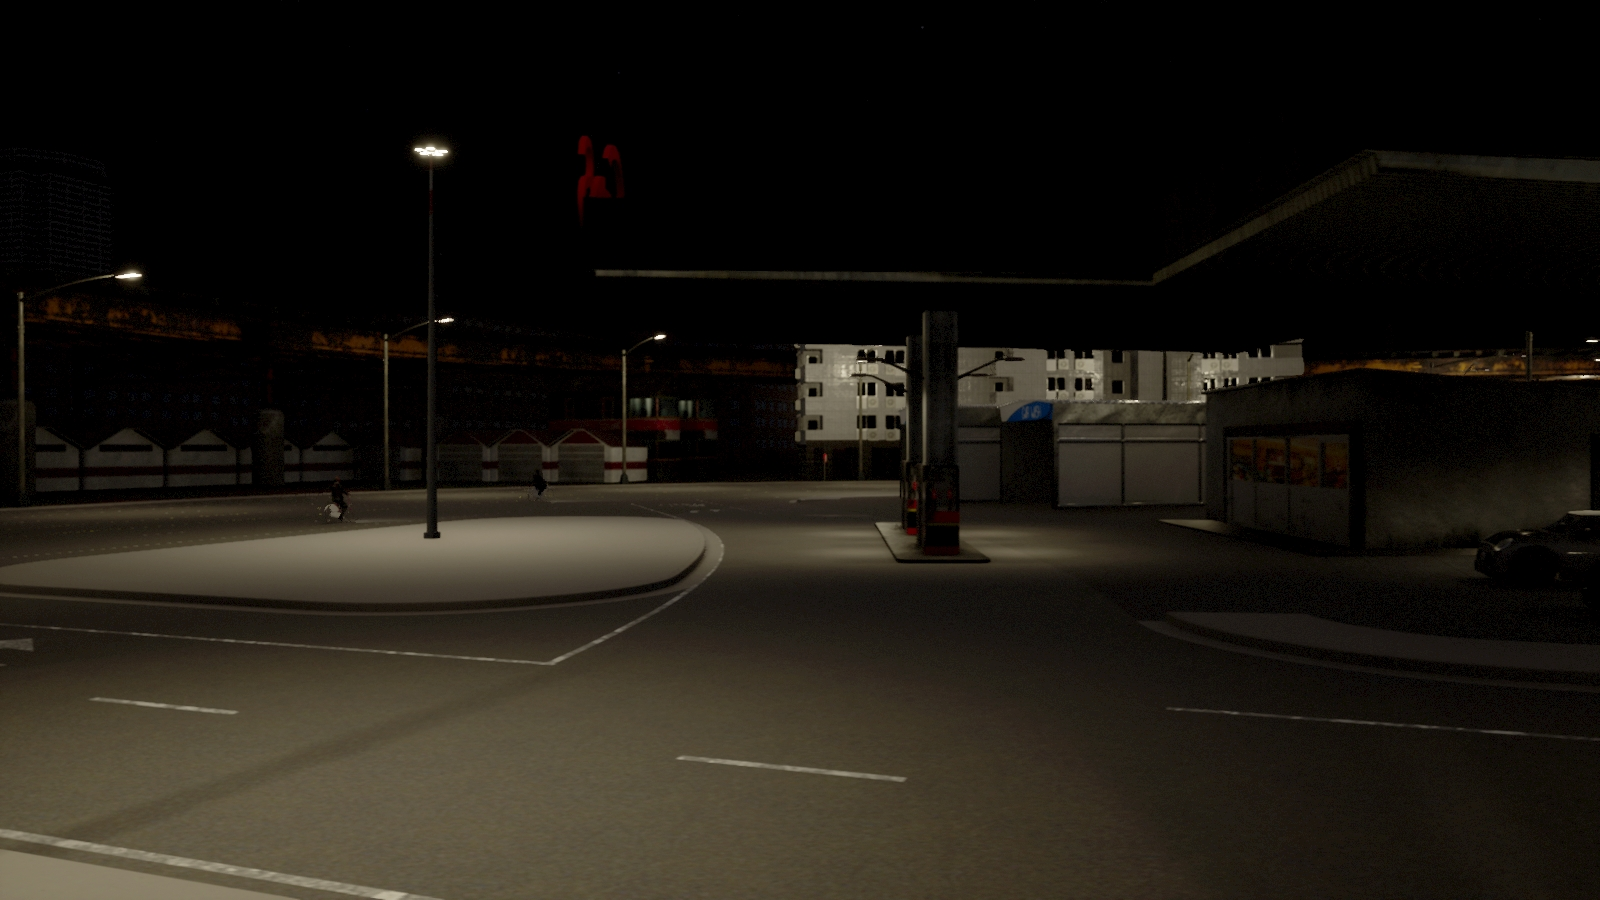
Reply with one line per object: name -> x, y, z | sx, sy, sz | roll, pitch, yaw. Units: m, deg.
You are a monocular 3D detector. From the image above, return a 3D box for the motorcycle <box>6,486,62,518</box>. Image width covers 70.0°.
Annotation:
motorcycle -> -32.338, 2.178, 48.256 | 0.856, 1.236, 1.805 | 0, 0, 19

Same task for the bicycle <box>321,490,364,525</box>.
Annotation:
bicycle -> -17.345, 2.168, 43.352 | 0.329, 1.196, 1.835 | 0, 0, 20
